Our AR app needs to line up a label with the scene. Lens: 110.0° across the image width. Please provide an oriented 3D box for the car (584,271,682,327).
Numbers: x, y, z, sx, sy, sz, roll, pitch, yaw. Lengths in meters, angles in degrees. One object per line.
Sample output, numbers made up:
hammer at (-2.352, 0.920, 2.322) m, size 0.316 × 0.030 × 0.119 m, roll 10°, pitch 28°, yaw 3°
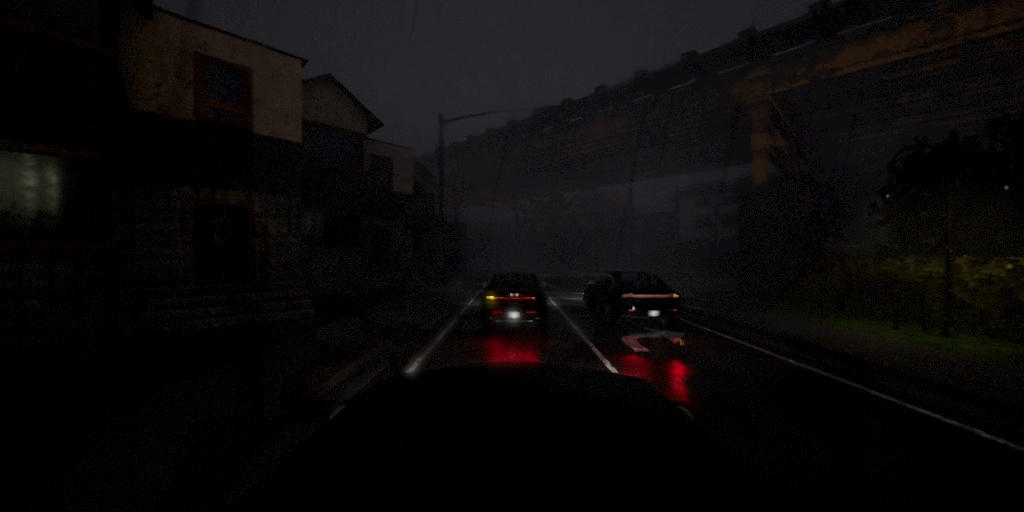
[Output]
car at (3.575, 1.223, 11.412) m, size 2.128 × 1.511 × 4.902 m, roll 0°, pitch 0°, yaw 0°

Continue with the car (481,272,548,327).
car at (0.075, 1.236, 11.414) m, size 1.837 × 1.490 × 4.892 m, roll 0°, pitch 0°, yaw 0°
